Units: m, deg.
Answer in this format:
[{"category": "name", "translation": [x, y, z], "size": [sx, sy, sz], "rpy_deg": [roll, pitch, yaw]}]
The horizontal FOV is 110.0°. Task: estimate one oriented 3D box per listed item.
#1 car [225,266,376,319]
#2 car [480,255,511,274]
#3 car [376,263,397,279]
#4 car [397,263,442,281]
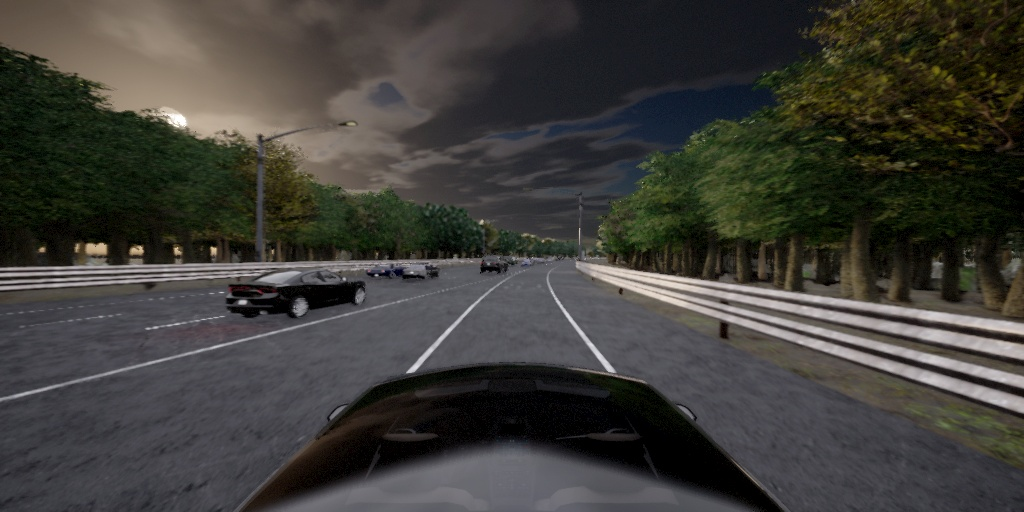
[{"category": "car", "translation": [-7.102, 1.151, 12.492], "size": [1.882, 1.535, 5.008], "rpy_deg": [0, 0, 11]}, {"category": "car", "translation": [-1.942, 0.951, 40.046], "size": [2.150, 2.045, 5.566], "rpy_deg": [0, 0, 11]}, {"category": "car", "translation": [-10.666, 1.275, 31.479], "size": [1.895, 1.301, 4.718], "rpy_deg": [1, 0, 11]}, {"category": "car", "translation": [-7.416, 1.256, 29.830], "size": [1.994, 1.385, 4.181], "rpy_deg": [0, 0, 11]}]
